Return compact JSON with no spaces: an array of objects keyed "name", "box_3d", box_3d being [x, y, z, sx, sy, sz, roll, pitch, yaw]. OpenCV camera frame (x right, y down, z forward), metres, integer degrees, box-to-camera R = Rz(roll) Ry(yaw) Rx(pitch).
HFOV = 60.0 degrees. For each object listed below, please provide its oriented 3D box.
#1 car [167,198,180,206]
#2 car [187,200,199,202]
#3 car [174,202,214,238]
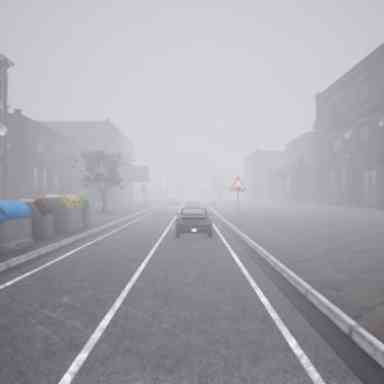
[{"name":"car","box_3d":[-3.044,1.628,55.074,1.994,1.385,4.181,0,0,1]},{"name":"car","box_3d":[0.105,1.607,36.090,2.033,1.411,5.357,0,0,0]},{"name":"car","box_3d":[0.104,1.524,17.862,1.837,1.490,4.892,0,0,0]}]
